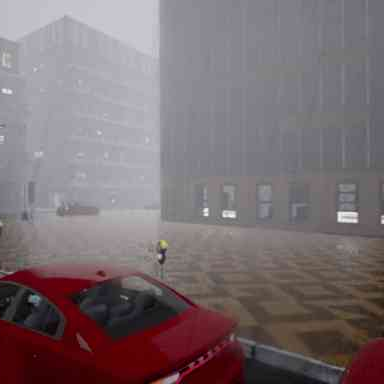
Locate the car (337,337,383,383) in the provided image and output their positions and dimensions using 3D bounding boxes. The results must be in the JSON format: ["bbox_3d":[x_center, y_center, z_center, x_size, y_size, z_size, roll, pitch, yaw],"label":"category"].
[{"bbox_3d":[2.937,1.324,0.797,5.009,1.841,2.192,0,0,35],"label":"car"}]

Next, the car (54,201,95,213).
[{"bbox_3d":[-14.919,1.858,42.381,1.752,1.417,4.829,-1,-2,35],"label":"car"}]

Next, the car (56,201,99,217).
[{"bbox_3d":[-11.243,1.640,33.133,1.967,1.590,4.097,-2,-2,35],"label":"car"}]

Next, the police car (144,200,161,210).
[{"bbox_3d":[-5.283,2.026,51.508,2.038,1.542,4.974,0,-1,35],"label":"police car"}]

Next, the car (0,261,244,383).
[{"bbox_3d":[-1.598,1.531,4.016,4.507,1.381,1.887,0,0,35],"label":"car"}]
